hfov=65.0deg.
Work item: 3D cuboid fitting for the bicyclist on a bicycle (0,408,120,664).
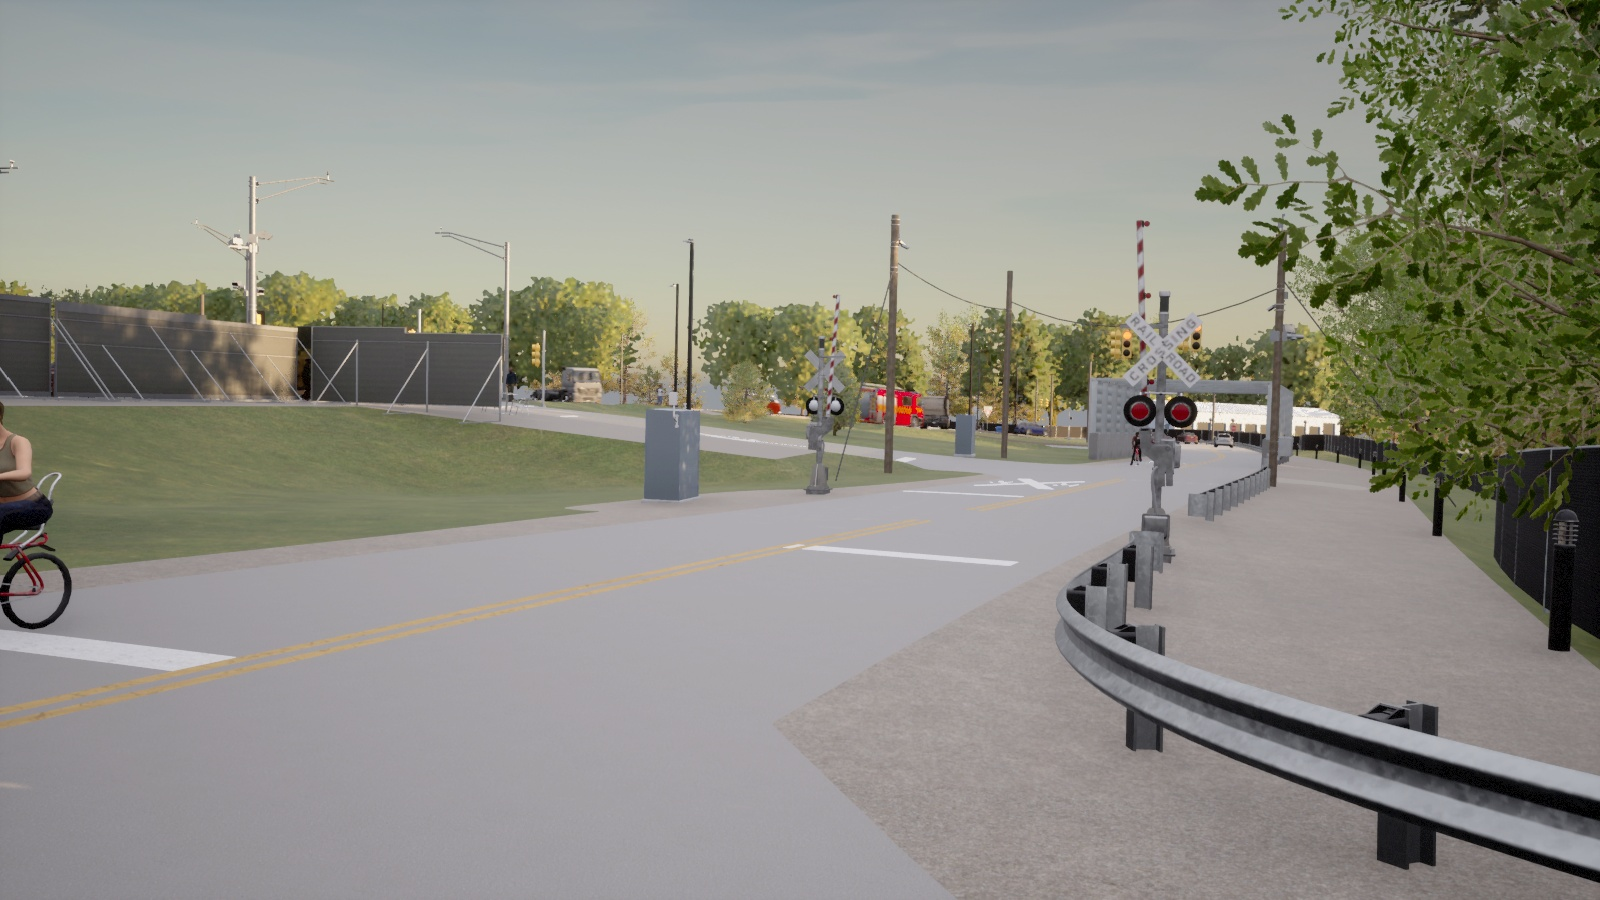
[{"bbox_3d":[-5.397,0.536,8.177,0.866,1.612,1.509,1,1,19],"label":"bicyclist on a bicycle"}]

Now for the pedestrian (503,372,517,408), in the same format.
[{"bbox_3d":[-15.086,-3.132,65.259,0.402,1.842,0.726,1,3,17],"label":"pedestrian"}]
